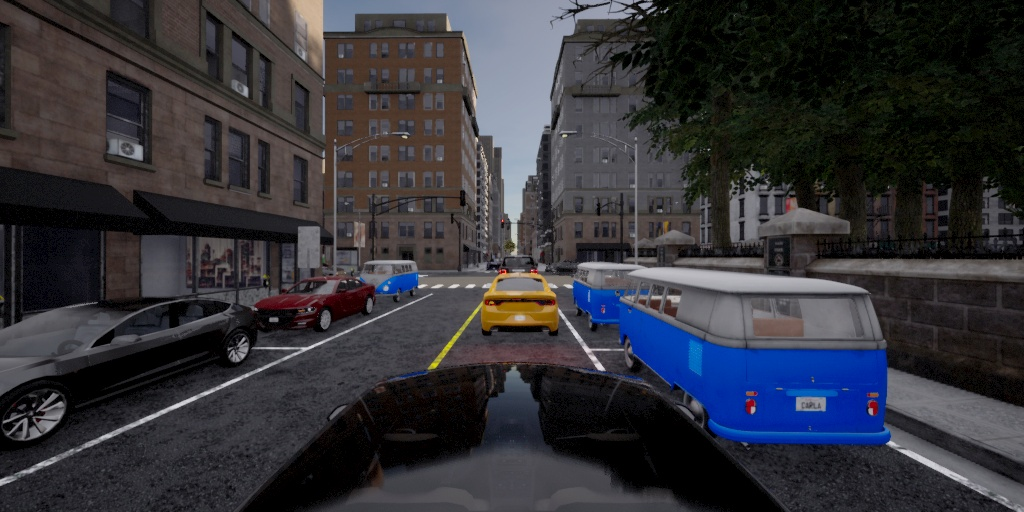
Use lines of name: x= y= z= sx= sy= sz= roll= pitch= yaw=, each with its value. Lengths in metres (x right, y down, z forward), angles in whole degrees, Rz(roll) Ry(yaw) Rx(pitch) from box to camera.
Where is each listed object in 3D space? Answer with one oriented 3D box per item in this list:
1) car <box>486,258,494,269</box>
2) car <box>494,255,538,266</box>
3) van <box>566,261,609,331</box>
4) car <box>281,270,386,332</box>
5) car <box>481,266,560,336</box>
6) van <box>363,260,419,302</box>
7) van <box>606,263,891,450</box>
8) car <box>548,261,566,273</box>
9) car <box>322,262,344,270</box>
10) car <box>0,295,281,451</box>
car: x=-2.301 y=1.085 z=49.676 sx=2.097 sy=1.767 sz=4.553 roll=0 pitch=0 yaw=2
car: x=0.332 y=0.965 z=20.426 sx=2.150 sy=2.045 sz=5.566 roll=0 pitch=0 yaw=0
van: x=2.830 y=1.089 z=10.723 sx=1.690 sy=1.789 sz=3.998 roll=0 pitch=0 yaw=1
car: x=-5.694 y=1.293 z=10.884 sx=1.888 sy=1.381 sz=4.507 roll=0 pitch=0 yaw=1
car: x=0.226 y=1.226 z=10.470 sx=1.882 sy=1.535 sz=5.008 roll=0 pitch=0 yaw=1
van: x=-5.580 y=1.087 z=16.543 sx=1.690 sy=1.789 sz=3.998 roll=0 pitch=0 yaw=1
van: x=2.716 y=1.090 z=5.066 sx=1.690 sy=1.789 sz=3.998 roll=0 pitch=0 yaw=1
car: x=6.129 y=1.256 z=38.900 sx=4.892 sy=1.490 sz=1.837 roll=0 pitch=1 yaw=10
car: x=-16.200 y=1.279 z=28.671 sx=5.357 sy=1.411 sz=2.033 roll=0 pitch=0 yaw=1
car: x=-5.807 y=1.315 z=5.225 sx=1.948 sy=1.339 sz=4.313 roll=0 pitch=0 yaw=1
